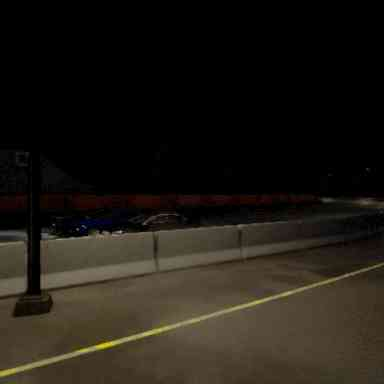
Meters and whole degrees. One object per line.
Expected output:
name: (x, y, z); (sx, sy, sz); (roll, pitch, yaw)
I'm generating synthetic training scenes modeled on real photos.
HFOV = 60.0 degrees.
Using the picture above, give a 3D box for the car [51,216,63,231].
car: (-6.024, 1.807, 21.241); (4.892, 1.490, 1.837); (1, -1, -37)

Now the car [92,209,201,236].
car: (-1.801, 1.696, 15.663); (4.902, 1.511, 2.128); (0, -1, -37)

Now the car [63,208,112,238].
car: (-4.128, 1.729, 18.291); (5.008, 1.535, 1.882); (0, -1, -37)
